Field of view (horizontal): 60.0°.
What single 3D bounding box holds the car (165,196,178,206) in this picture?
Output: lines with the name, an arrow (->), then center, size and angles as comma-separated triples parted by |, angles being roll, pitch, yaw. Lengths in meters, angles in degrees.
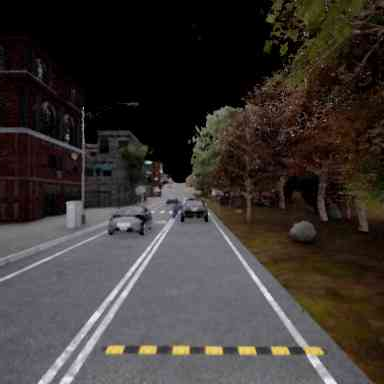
car -> -3.229, 1.428, 54.251 | 2.033, 1.411, 5.357 | 0, 0, 1

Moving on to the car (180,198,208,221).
car -> 0.178, 1.331, 26.655 | 2.097, 1.767, 4.553 | 0, 0, 0

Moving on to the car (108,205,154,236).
car -> -3.261, 1.484, 18.355 | 2.128, 1.511, 4.902 | 0, 0, 0

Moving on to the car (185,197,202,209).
car -> 0.186, 1.471, 44.697 | 2.033, 1.411, 5.357 | 0, 0, 0
